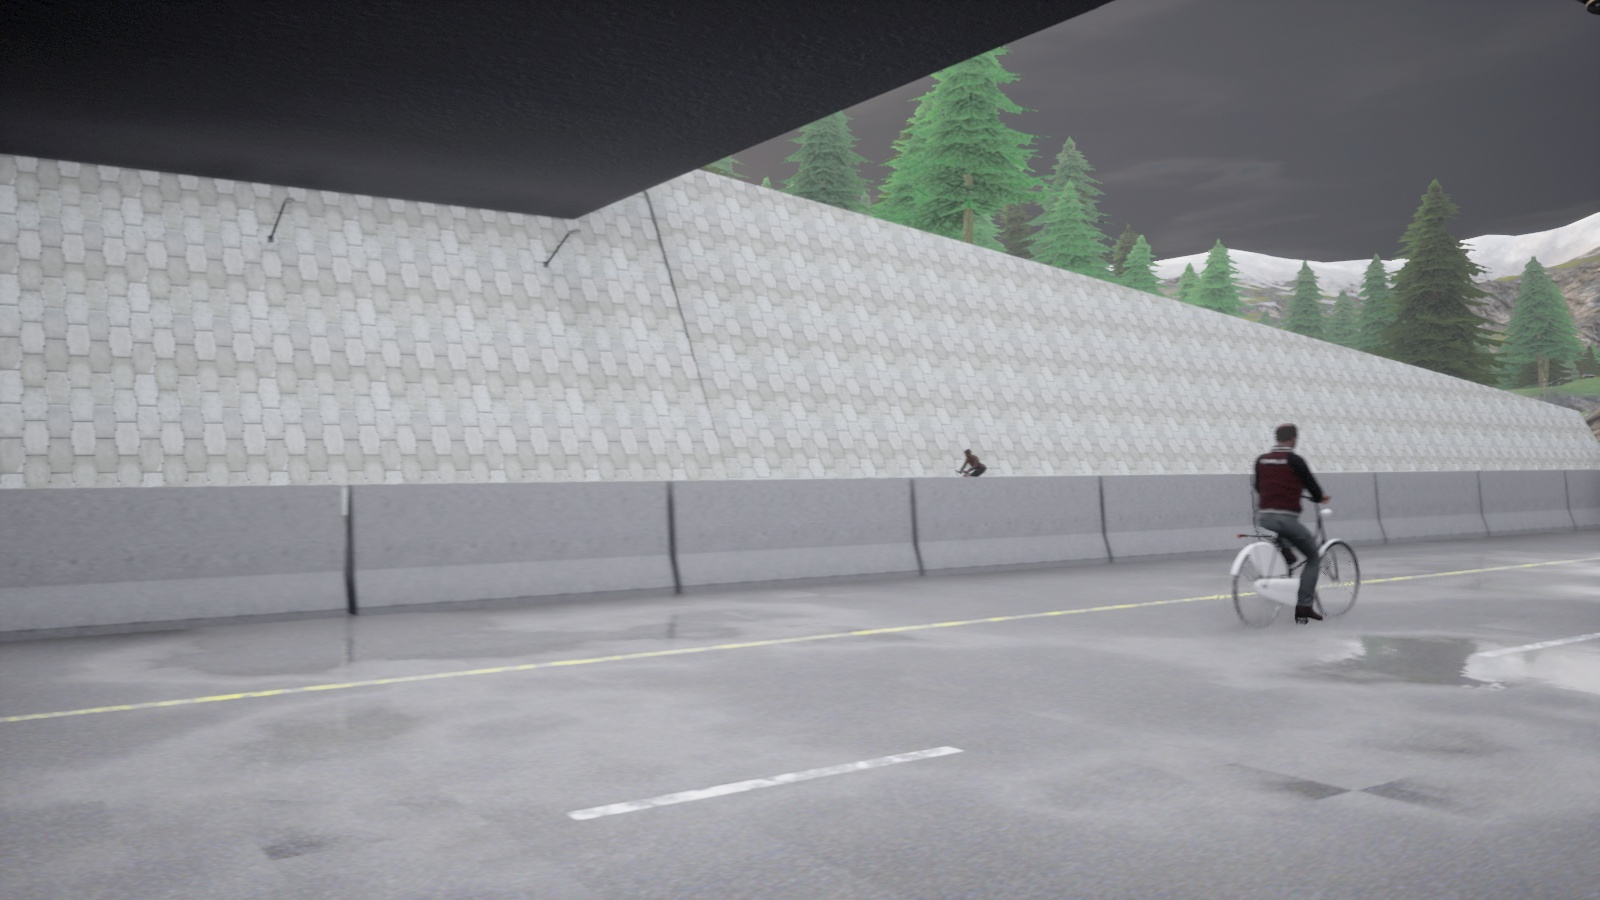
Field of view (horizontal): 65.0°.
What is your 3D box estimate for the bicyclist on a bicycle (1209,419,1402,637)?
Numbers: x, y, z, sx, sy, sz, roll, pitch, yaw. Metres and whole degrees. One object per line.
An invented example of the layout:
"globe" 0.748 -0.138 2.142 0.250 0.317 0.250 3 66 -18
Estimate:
"bicyclist on a bicycle" 4.460 0.633 11.024 1.843 1.776 0.659 0 0 -35
